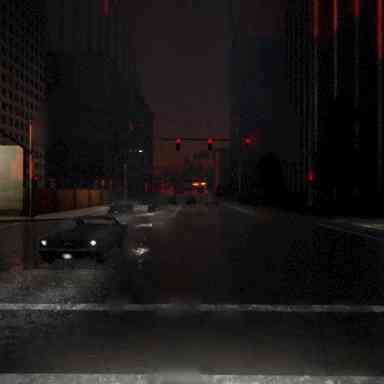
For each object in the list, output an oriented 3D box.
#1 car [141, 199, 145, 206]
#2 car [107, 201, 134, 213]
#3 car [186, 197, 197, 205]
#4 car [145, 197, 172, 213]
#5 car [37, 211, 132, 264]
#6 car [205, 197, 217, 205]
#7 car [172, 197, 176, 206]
[{"bbox_3d":[-7.136,1.564,54.923,1.994,1.385,4.181,0,0,0],"label":"car"},{"bbox_3d":[-7.160,1.601,33.648,1.895,1.301,4.718,0,0,0],"label":"car"},{"bbox_3d":[-0.105,1.547,58.407,2.033,1.411,5.357,0,0,0],"label":"car"},{"bbox_3d":[-3.664,1.564,36.667,1.994,1.385,4.181,0,0,0],"label":"car"},{"bbox_3d":[-3.620,1.569,11.886,1.895,1.301,4.718,0,0,0],"label":"car"},{"bbox_3d":[3.395,1.526,58.414,1.812,1.442,4.674,0,0,0],"label":"car"},{"bbox_3d":[-3.626,1.548,56.525,2.033,1.411,5.357,0,0,0],"label":"car"}]
